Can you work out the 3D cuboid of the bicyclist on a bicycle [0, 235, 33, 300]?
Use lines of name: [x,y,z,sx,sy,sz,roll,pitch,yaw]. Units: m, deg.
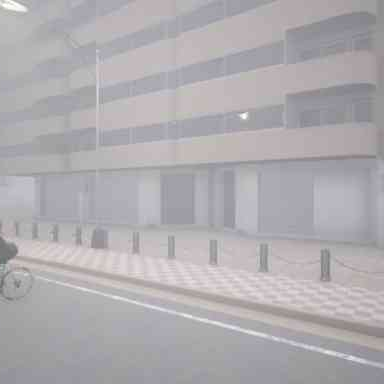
bicyclist on a bicycle: [-3.903,1.446,6.491,0.582,1.620,1.656,0,2,34]
